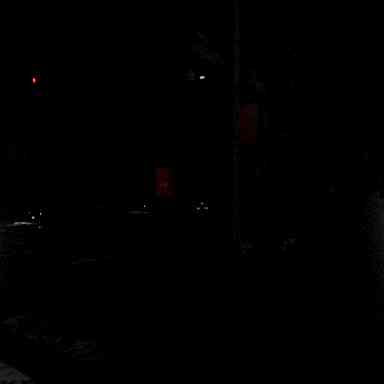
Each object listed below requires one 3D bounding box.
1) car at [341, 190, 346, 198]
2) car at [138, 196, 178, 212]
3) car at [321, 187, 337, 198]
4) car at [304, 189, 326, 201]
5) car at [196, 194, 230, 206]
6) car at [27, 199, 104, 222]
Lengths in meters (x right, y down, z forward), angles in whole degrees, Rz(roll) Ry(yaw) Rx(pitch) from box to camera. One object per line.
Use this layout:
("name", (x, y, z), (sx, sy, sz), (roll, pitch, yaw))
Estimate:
("car", (28.285, 0.378, 59.973), (1.837, 1.490, 4.892), (0, 1, 34))
("car", (-3.221, 1.090, 32.194), (1.994, 1.385, 4.181), (0, 1, 35))
("car", (25.034, 0.106, 61.002), (2.150, 2.045, 5.566), (0, 1, 35))
("car", (19.239, 0.609, 52.686), (1.994, 1.385, 4.181), (0, 1, 35))
("car", (2.726, 0.895, 40.708), (2.033, 1.411, 5.357), (0, 1, 36))
("car", (-8.929, 1.249, 24.027), (2.033, 1.411, 5.357), (0, 1, 35))
